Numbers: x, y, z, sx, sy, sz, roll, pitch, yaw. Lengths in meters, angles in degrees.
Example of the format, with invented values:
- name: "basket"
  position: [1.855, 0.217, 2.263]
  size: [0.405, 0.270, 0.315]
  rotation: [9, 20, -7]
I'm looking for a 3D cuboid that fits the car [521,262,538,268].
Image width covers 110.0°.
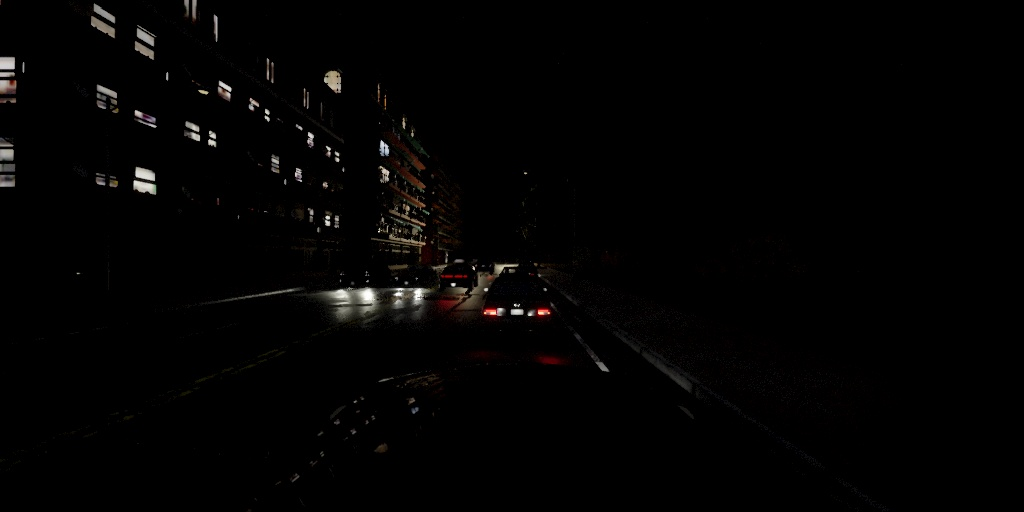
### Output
- name: "car"
  position: [1.167, 1.259, 30.642]
  size: [1.837, 1.490, 4.892]
  rotation: [0, 0, 0]

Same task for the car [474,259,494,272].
- name: "car"
  position: [-3.113, 1.106, 40.957]
  size: [2.097, 1.767, 4.553]
  rotation: [0, 0, 0]

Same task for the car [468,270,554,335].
- name: "car"
  position: [0.111, 1.299, 10.513]
  size: [2.033, 1.411, 5.357]
  rotation: [0, 0, 0]

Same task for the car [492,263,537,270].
- name: "car"
  position: [0.119, 1.300, 20.875]
  size: [2.033, 1.411, 5.357]
  rotation: [0, 0, 0]

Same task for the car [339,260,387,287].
- name: "car"
  position: [-9.827, 1.105, 24.351]
  size: [2.097, 1.767, 4.553]
  rotation: [0, 0, 0]

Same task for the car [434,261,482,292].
- name: "car"
  position: [-3.130, 1.258, 21.555]
  size: [1.837, 1.490, 4.892]
  rotation: [0, 0, 0]

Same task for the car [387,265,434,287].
- name: "car"
  position: [-6.575, 1.301, 24.984]
  size: [2.033, 1.411, 5.357]
  rotation: [0, 0, 0]
